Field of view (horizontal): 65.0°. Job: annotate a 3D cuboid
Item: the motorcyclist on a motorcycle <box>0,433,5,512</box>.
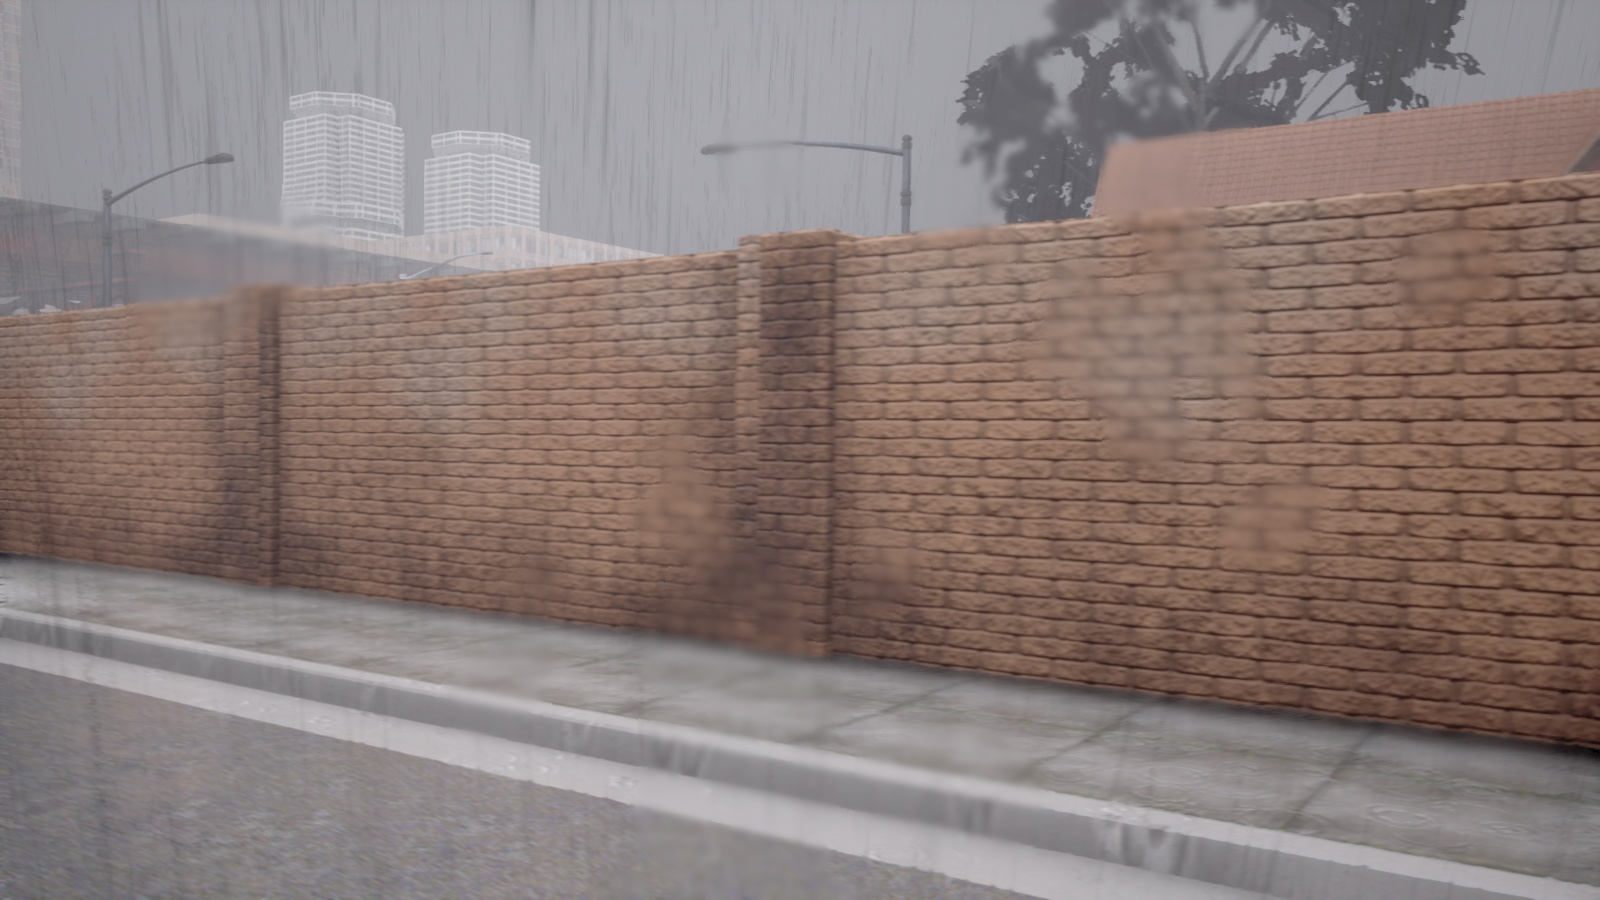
[{"bbox_3d":[-17.549,0.490,25.394,0.766,1.649,2.350,-1,0,34],"label":"motorcyclist on a motorcycle"}]
